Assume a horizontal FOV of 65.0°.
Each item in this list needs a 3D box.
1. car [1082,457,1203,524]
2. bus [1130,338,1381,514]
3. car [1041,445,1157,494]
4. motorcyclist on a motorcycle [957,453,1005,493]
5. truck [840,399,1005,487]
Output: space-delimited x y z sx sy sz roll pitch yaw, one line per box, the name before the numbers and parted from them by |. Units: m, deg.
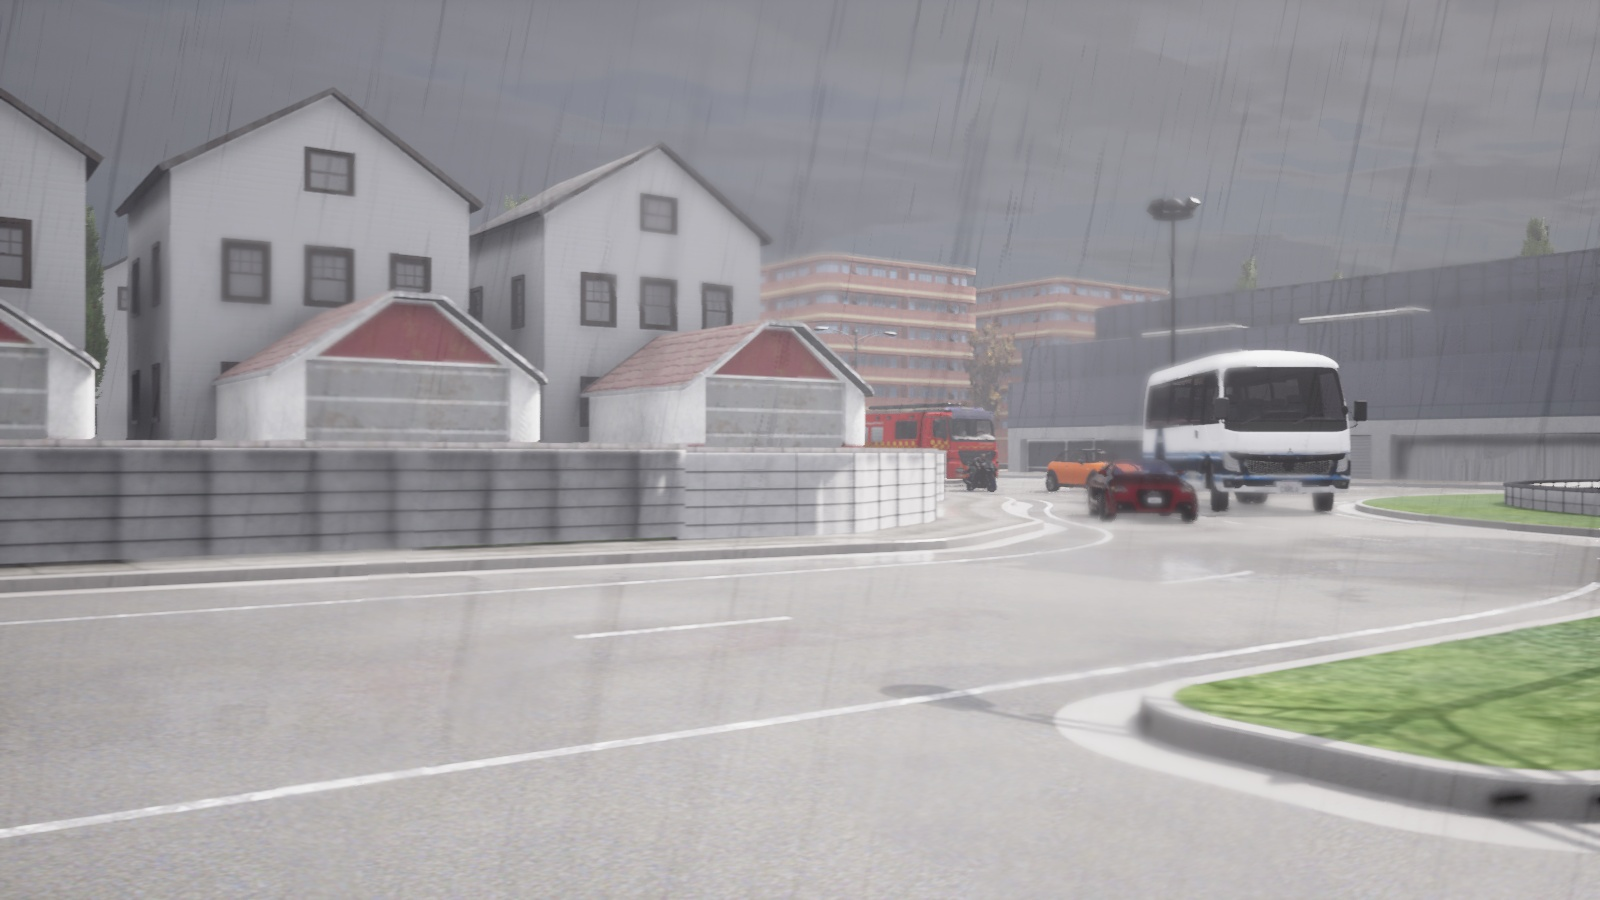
car | 7.671 0.862 28.502 1.994 1.385 4.181 0 0 6
bus | 12.378 -0.571 35.563 3.944 4.253 10.273 0 0 4
car | 11.217 0.696 47.527 2.097 1.767 4.553 0 0 -20
motorcyclist on a motorcycle | 7.035 0.885 48.906 0.866 1.530 2.191 0 0 -22
truck | 5.587 -0.287 59.024 2.891 3.827 8.468 0 0 -35
